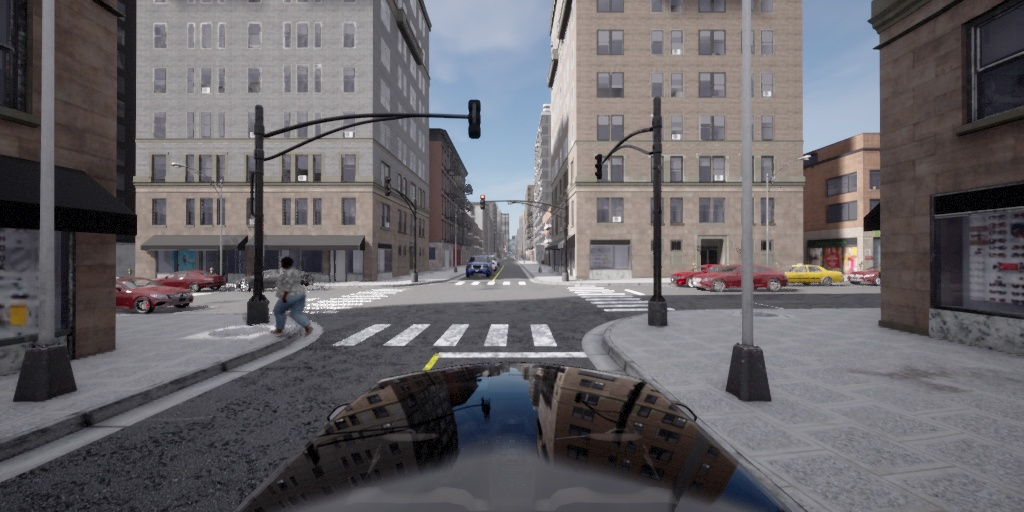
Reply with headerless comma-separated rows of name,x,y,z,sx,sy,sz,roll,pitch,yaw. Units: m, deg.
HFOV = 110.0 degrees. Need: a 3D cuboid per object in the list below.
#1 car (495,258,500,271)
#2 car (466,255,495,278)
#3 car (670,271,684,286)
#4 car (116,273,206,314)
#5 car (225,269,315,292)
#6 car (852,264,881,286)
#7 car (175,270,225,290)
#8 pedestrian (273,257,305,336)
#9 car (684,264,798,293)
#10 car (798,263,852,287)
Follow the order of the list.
car,-3.119,0.933,46.985,2.150,2.045,5.566,0,1,1
car,-3.120,0.960,34.684,2.150,2.045,5.566,0,0,0
car,12.130,1.190,22.038,4.507,1.381,1.888,0,0,0
car,-14.661,1.451,13.683,4.207,1.307,1.802,0,0,0
car,-14.633,1.458,22.209,4.403,1.370,2.007,0,0,0
car,23.116,1.121,21.968,4.207,1.307,1.802,0,0,0
car,-20.161,1.545,22.244,4.207,1.307,1.802,0,0,0
pedestrian,-5.059,0.884,8.151,0.375,1.860,0.375,0,0,0
car,12.183,1.158,19.283,4.674,1.442,1.812,-1,0,1
car,17.452,1.117,22.004,4.829,1.417,1.751,0,0,0
